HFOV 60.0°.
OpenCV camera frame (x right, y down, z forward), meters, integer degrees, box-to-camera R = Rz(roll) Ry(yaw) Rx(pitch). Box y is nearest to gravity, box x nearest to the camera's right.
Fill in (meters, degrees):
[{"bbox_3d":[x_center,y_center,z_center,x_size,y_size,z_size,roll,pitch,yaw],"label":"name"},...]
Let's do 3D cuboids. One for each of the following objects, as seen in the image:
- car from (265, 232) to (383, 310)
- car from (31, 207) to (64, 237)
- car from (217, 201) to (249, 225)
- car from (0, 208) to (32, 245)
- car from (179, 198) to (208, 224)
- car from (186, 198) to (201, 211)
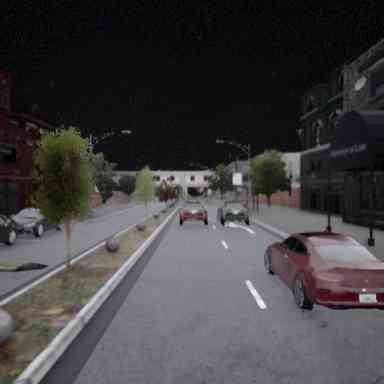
[{"bbox_3d":[3.113,1.711,8.188,1.812,1.442,4.674,0,0,0],"label":"car"},{"bbox_3d":[-8.982,1.624,19.234,2.231,1.521,4.892,0,0,0],"label":"car"},{"bbox_3d":[3.117,1.504,25.948,2.097,1.767,4.553,0,0,0],"label":"car"},{"bbox_3d":[-8.963,1.634,13.586,2.231,1.521,4.892,0,0,0],"label":"car"},{"bbox_3d":[0.117,1.497,26.117,2.097,1.767,4.553,0,0,0],"label":"car"},{"bbox_3d":[0.128,1.600,43.396,1.837,1.490,4.892,0,0,0],"label":"car"}]
